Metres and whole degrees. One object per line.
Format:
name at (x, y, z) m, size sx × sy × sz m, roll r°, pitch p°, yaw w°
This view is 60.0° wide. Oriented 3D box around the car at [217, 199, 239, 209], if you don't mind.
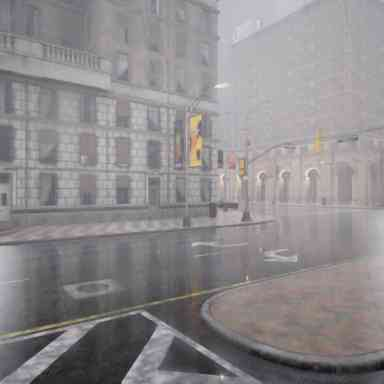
car at (4.027, 1.601, 43.907) m, size 1.895 × 1.301 × 4.718 m, roll 0°, pitch 0°, yaw -36°
